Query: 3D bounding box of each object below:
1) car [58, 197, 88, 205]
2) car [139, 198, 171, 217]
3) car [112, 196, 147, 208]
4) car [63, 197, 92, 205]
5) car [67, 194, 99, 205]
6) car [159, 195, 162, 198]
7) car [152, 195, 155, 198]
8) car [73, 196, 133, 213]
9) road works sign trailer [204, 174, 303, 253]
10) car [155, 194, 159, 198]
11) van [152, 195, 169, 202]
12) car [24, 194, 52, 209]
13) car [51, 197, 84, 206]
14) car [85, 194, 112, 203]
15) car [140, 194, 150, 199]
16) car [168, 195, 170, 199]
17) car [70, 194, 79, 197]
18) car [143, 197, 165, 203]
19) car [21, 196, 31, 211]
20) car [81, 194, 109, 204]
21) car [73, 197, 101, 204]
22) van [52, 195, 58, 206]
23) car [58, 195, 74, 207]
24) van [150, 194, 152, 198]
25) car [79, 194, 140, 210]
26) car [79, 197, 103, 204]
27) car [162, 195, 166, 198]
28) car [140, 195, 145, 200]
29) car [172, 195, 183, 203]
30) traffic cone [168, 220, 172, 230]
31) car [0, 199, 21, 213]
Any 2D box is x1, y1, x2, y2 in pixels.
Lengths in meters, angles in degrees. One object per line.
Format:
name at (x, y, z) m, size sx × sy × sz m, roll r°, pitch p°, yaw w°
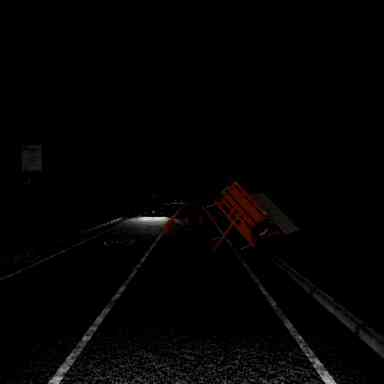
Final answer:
car at (-21.867, 1.688, 61.172) m, size 4.792 × 1.488 × 2.163 m, roll 0°, pitch -1°, yaw 0°
car at (-3.328, 1.536, 30.787) m, size 1.994 × 1.385 × 4.181 m, roll 0°, pitch 0°, yaw 0°
car at (-8.780, 1.407, 47.298) m, size 4.553 × 1.767 × 2.185 m, roll 0°, pitch -1°, yaw 0°
car at (-21.927, 1.714, 63.957) m, size 4.792 × 1.488 × 2.163 m, roll 0°, pitch -1°, yaw 0°
car at (-21.872, 1.460, 66.742) m, size 5.566 × 2.045 × 2.435 m, roll 0°, pitch -1°, yaw 0°
car at (-8.845, 1.408, 61.317) m, size 5.566 × 2.045 × 2.435 m, roll 0°, pitch -1°, yaw 0°
car at (-8.806, 1.584, 52.905) m, size 4.892 × 1.521 × 2.231 m, roll 0°, pitch -1°, yaw 0°
car at (-8.818, 1.450, 33.286) m, size 4.892 × 1.521 × 2.231 m, roll 0°, pitch 0°, yaw 0°
road works sign trailer at (2.376, 1.056, 12.674) m, size 3.560 × 2.880 × 2.380 m, roll -5°, pitch 45°, yaw -44°
car at (-8.809, 1.634, 58.511) m, size 5.008 × 1.535 × 2.097 m, roll 0°, pitch -1°, yaw 0°
van at (-8.720, 1.786, 92.148) m, size 4.442 × 1.987 × 1.878 m, roll 0°, pitch -1°, yaw 0°
car at (-21.862, 1.385, 44.465) m, size 4.553 × 1.767 × 2.185 m, roll 0°, pitch 0°, yaw 0°
car at (-21.889, 1.633, 58.387) m, size 5.008 × 1.535 × 2.097 m, roll 0°, pitch -1°, yaw 0°
car at (-21.879, 1.585, 77.759) m, size 5.566 × 2.045 × 2.435 m, roll 0°, pitch -1°, yaw 0°
car at (-8.841, 1.259, 44.499) m, size 5.566 × 2.045 × 2.435 m, roll 0°, pitch 0°, yaw 0°
car at (-8.804, 1.972, 86.539) m, size 4.792 × 1.488 × 2.163 m, roll 0°, pitch -1°, yaw 0°
car at (-21.707, 1.605, 55.601) m, size 5.366 × 1.575 × 1.946 m, roll 0°, pitch -1°, yaw 0°
car at (-8.857, 1.869, 78.130) m, size 4.792 × 1.488 × 2.163 m, roll 0°, pitch -1°, yaw 0°
car at (-21.899, 1.513, 38.895) m, size 4.674 × 1.452 × 2.002 m, roll 0°, pitch 0°, yaw 0°
car at (-21.876, 1.552, 75.097) m, size 5.566 × 2.045 × 2.435 m, roll 0°, pitch -1°, yaw 0°
car at (-21.896, 1.741, 69.526) m, size 5.008 × 1.535 × 2.097 m, roll 0°, pitch -1°, yaw 0°
van at (-22.008, 1.306, 47.246) m, size 4.442 × 1.987 × 1.878 m, roll 0°, pitch 0°, yaw 0°
car at (-21.889, 1.623, 52.816) m, size 4.674 × 1.452 × 2.002 m, roll 0°, pitch -1°, yaw 0°
van at (-8.696, 1.332, 50.103) m, size 4.442 × 1.987 × 1.878 m, roll 0°, pitch -1°, yaw 0°
car at (-8.849, 1.207, 36.089) m, size 5.566 × 2.045 × 2.435 m, roll 0°, pitch 0°, yaw 0°
car at (-21.901, 1.809, 72.187) m, size 4.674 × 1.452 × 2.002 m, roll 0°, pitch -1°, yaw 0°
car at (-8.819, 1.772, 72.527) m, size 5.008 × 1.535 × 2.097 m, roll 0°, pitch -1°, yaw 0°
car at (-8.821, 1.490, 41.691) m, size 4.892 × 1.521 × 2.231 m, roll 0°, pitch 0°, yaw 0°
car at (-3.193, 1.907, 80.821) m, size 1.837 × 1.490 × 4.892 m, roll 0°, pitch -1°, yaw 0°
traffic cone at (-1.367, 1.939, 17.820) m, size 0.340 × 0.580 × 0.340 m, roll 0°, pitch 0°, yaw 0°
car at (-21.905, 1.458, 36.109) m, size 5.008 × 1.535 × 2.097 m, roll 0°, pitch 0°, yaw 0°
